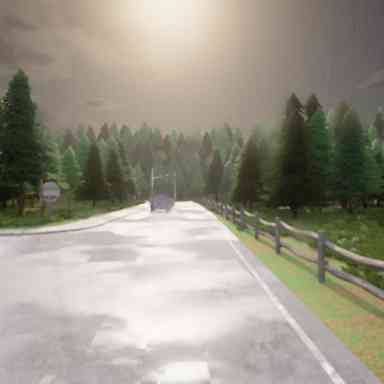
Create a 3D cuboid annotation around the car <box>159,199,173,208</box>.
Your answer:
[{"bbox_3d":[-3.966,1.747,51.272,1.994,1.385,4.181,0,0,-2],"label":"car"}]

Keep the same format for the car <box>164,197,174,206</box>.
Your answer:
[{"bbox_3d":[-4.268,1.746,62.165,1.812,1.442,4.674,0,0,-2],"label":"car"}]

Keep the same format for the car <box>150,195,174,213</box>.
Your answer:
[{"bbox_3d":[-3.729,1.360,39.892,2.150,2.045,5.566,0,0,-1],"label":"car"}]
